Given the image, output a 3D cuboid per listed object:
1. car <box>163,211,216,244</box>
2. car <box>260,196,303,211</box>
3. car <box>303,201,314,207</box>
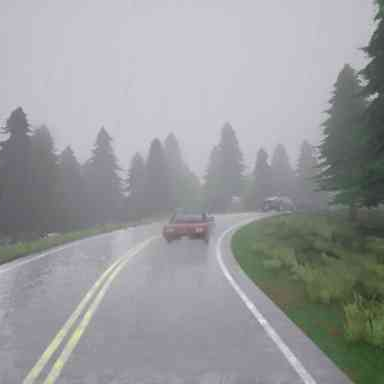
[{"bbox_3d":[0.039,1.549,15.624,1.895,1.301,4.718,-2,0,8],"label":"car"},{"bbox_3d":[8.392,1.190,31.810,1.837,1.490,4.892,-6,-5,43],"label":"car"},{"bbox_3d":[12.266,1.674,39.179,4.718,1.301,1.895,2,-5,-30],"label":"car"}]
